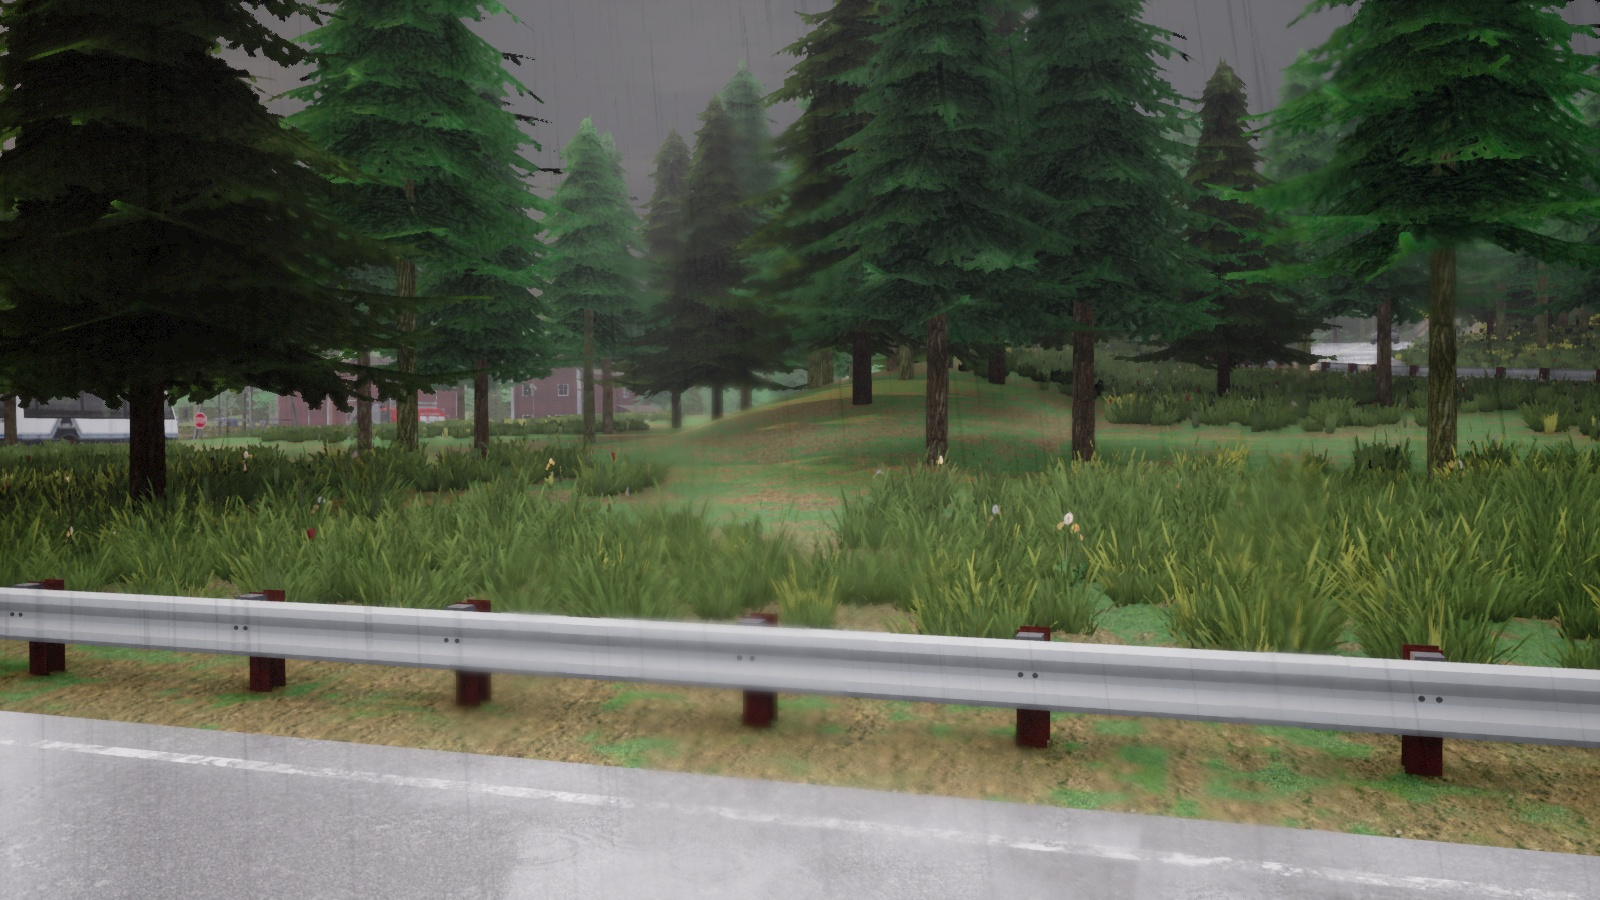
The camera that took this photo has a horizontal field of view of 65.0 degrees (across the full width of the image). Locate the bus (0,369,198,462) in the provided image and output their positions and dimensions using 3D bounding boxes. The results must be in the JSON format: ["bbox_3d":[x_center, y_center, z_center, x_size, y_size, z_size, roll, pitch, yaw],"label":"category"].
[{"bbox_3d":[-35.726,-1.667,63.051,3.944,4.253,10.273,1,1,17],"label":"bus"}]

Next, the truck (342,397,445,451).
[{"bbox_3d":[-29.984,-1.914,93.062,2.891,3.827,8.468,1,1,17],"label":"truck"}]
